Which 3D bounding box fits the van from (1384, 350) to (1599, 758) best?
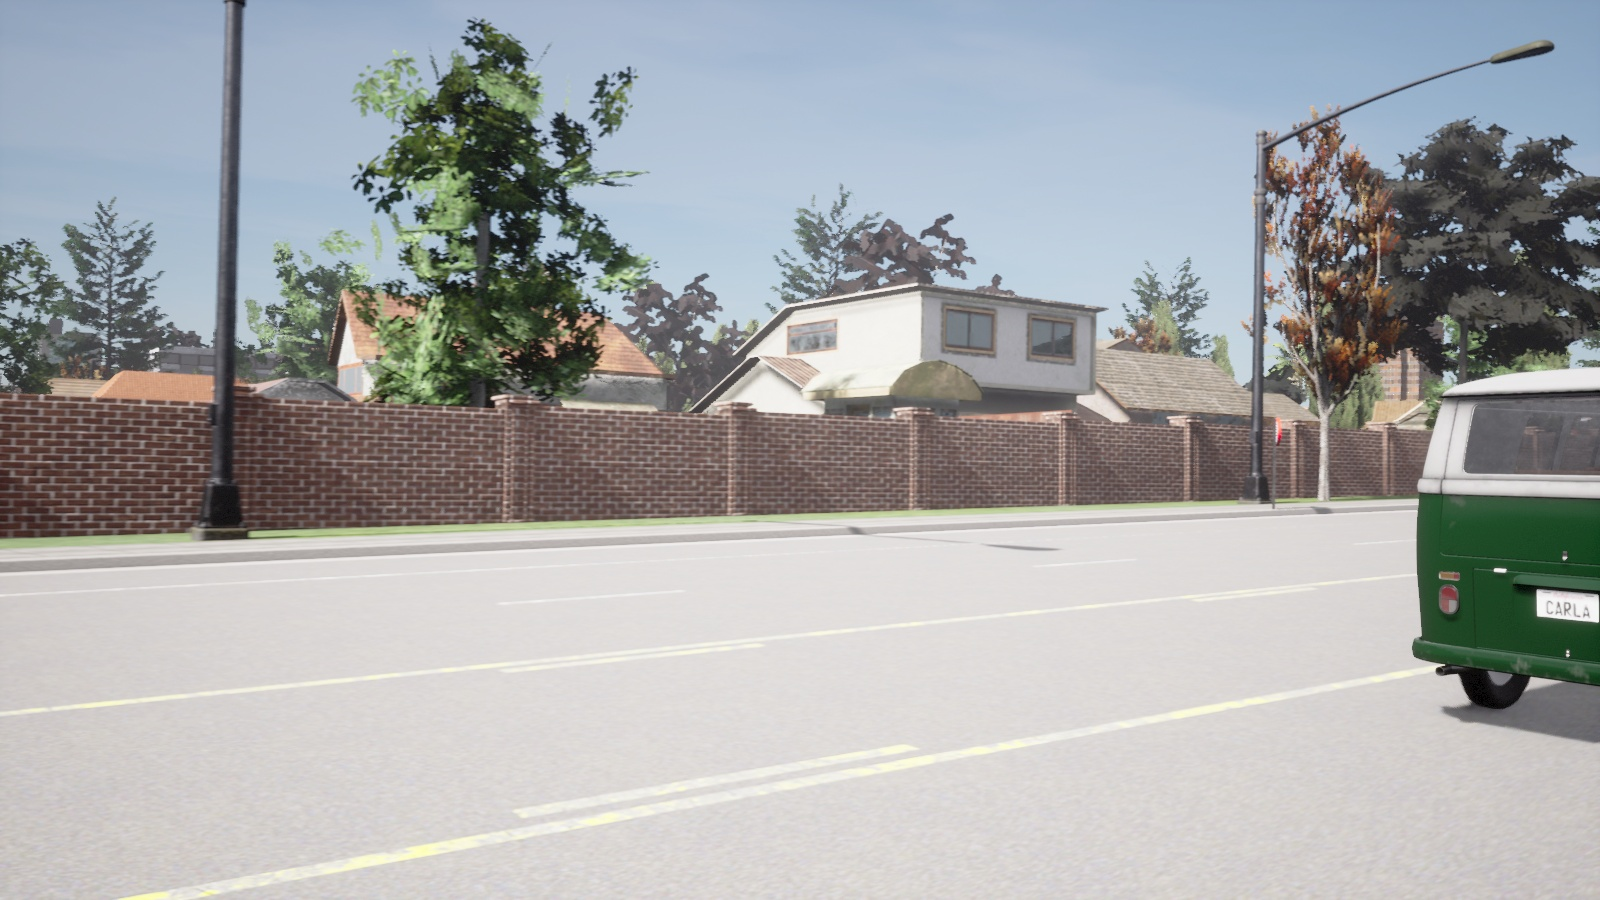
[{"bbox_3d":[5.594,0.506,7.551,4.442,1.987,1.775,0,0,-35],"label":"van"}]
